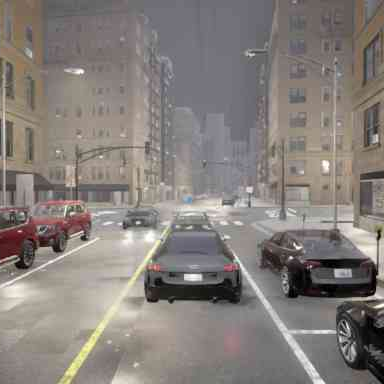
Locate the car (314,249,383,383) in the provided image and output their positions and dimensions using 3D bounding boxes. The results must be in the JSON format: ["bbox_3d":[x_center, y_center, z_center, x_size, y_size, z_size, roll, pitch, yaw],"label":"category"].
[{"bbox_3d":[2.850,1.565,2.824,1.947,1.339,4.313,-1,0,0],"label":"car"}]

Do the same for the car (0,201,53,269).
[{"bbox_3d":[-5.688,1.313,8.309,2.192,1.841,5.009,-1,0,0],"label":"car"}]

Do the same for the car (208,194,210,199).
[{"bbox_3d":[3.116,1.307,92.000,1.967,1.590,4.097,0,0,9],"label":"car"}]

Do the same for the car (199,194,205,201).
[{"bbox_3d":[1.410,1.403,80.967,1.752,1.417,4.829,0,0,9],"label":"car"}]

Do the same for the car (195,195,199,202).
[{"bbox_3d":[-0.245,1.336,70.271,1.967,1.590,4.097,0,0,9],"label":"car"}]

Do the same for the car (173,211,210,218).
[{"bbox_3d":[-0.025,1.595,17.028,1.895,1.301,4.718,0,0,0],"label":"car"}]

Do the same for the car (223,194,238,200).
[{"bbox_3d":[7.340,1.486,63.536,1.947,1.339,4.313,0,0,9],"label":"car"}]

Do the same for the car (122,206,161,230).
[{"bbox_3d":[-3.037,1.556,20.702,1.994,1.385,4.181,0,0,0],"label":"car"}]

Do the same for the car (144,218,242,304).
[{"bbox_3d":[0.037,1.562,8.214,1.994,1.385,4.181,0,0,0],"label":"car"}]

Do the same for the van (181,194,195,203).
[{"bbox_3d":[-1.086,1.248,64.839,1.690,1.788,3.998,0,0,9],"label":"van"}]

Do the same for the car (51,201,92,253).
[{"bbox_3d":[-5.697,1.311,13.817,2.192,1.841,5.009,-1,0,0],"label":"car"}]

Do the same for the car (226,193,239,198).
[{"bbox_3d":[10.700,1.200,85.264,2.192,1.841,5.009,0,0,9],"label":"car"}]

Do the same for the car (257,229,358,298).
[{"bbox_3d":[2.840,1.564,8.331,1.947,1.339,4.313,-1,0,0],"label":"car"}]

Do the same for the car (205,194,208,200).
[{"bbox_3d":[2.277,1.454,86.568,1.802,1.307,4.206,0,0,9],"label":"car"}]

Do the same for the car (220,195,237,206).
[{"bbox_3d":[5.659,1.512,52.671,1.947,1.339,4.313,0,0,9],"label":"car"}]
